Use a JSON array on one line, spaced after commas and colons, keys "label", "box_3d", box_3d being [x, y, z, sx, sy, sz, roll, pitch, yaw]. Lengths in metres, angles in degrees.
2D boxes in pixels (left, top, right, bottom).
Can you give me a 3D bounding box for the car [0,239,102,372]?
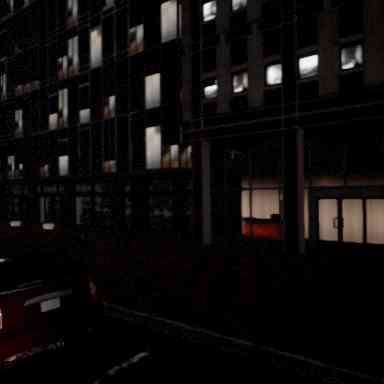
[{"label": "car", "box_3d": [-3.403, 1.501, 5.428, 4.097, 1.590, 1.967, -1, -1, 36]}]
